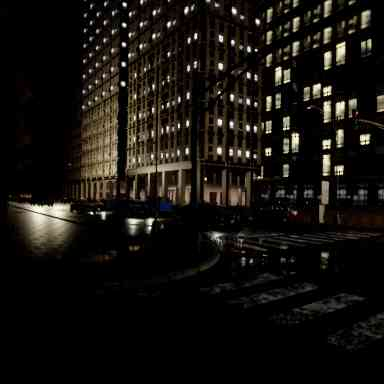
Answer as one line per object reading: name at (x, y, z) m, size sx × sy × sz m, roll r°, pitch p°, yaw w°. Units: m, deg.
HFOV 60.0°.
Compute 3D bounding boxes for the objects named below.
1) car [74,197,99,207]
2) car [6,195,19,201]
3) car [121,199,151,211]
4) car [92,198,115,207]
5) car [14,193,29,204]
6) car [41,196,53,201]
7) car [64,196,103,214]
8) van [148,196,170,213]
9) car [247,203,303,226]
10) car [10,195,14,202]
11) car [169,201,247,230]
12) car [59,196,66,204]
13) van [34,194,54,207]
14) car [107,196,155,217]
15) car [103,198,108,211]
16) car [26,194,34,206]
car at (-16.013, 1.516, 50.296) m, size 2.033 × 1.411 × 5.357 m, roll 1°, pitch -1°, yaw -36°
car at (-40.183, 1.377, 74.430) m, size 2.008 × 1.369 × 4.403 m, roll 1°, pitch -1°, yaw -35°
car at (-7.238, 1.584, 42.386) m, size 2.008 × 1.369 × 4.403 m, roll 1°, pitch -1°, yaw -35°
car at (-13.765, 1.586, 51.607) m, size 1.947 × 1.339 × 4.313 m, roll 1°, pitch -1°, yaw -35°
car at (-30.390, 1.154, 60.601) m, size 2.192 × 1.841 × 5.009 m, roll 1°, pitch -1°, yaw -35°
car at (-36.609, 1.570, 83.880) m, size 1.802 × 1.307 × 4.206 m, roll 1°, pitch -1°, yaw -35°
car at (-10.814, 1.427, 32.935) m, size 2.008 × 1.369 × 4.403 m, roll 1°, pitch -1°, yaw -35°
van at (-3.971, 1.382, 37.778) m, size 1.690 × 1.788 × 3.998 m, roll 1°, pitch -1°, yaw -35°
car at (5.818, 1.505, 23.945) m, size 1.967 × 1.590 × 4.097 m, roll 1°, pitch -1°, yaw -35°
car at (-36.921, 1.396, 69.819) m, size 1.947 × 1.339 × 4.313 m, roll 1°, pitch -1°, yaw -35°
car at (0.861, 1.428, 20.925) m, size 1.882 × 1.535 × 5.008 m, roll 1°, pitch -1°, yaw -35°
car at (-22.140, 1.463, 58.952) m, size 1.837 × 1.490 × 4.892 m, roll 1°, pitch -1°, yaw -35°
van at (-20.600, 1.197, 46.769) m, size 1.690 × 1.788 × 3.998 m, roll 1°, pitch -1°, yaw -35°
car at (-5.636, 1.412, 30.104) m, size 1.882 × 1.535 × 5.008 m, roll 1°, pitch -1°, yaw -35°
car at (-11.783, 1.468, 38.809) m, size 2.033 × 1.411 × 5.357 m, roll 1°, pitch -1°, yaw -35°
car at (-23.867, 1.432, 51.377) m, size 1.802 × 1.307 × 4.206 m, roll 1°, pitch -1°, yaw -35°
